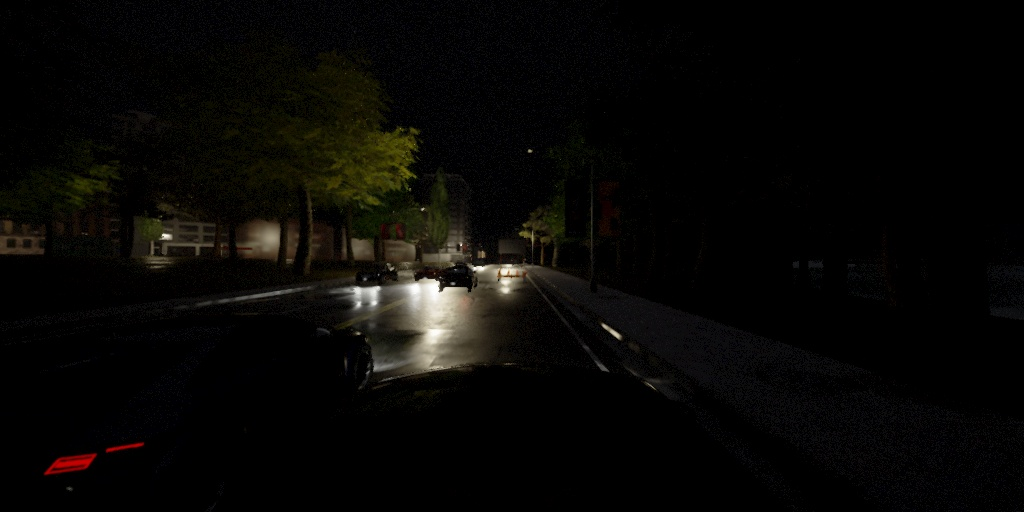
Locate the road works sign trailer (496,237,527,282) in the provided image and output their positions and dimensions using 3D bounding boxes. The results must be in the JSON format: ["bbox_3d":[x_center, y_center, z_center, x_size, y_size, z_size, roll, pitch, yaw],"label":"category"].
[{"bbox_3d":[-0.008,0.267,29.133,2.380,3.560,2.880,0,0,0],"label":"road works sign trailer"}]

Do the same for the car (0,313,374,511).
[{"bbox_3d":[-3.152,1.315,3.970,1.994,1.385,4.181,0,0,0],"label":"car"}]

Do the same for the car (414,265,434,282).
[{"bbox_3d":[-6.606,1.405,29.459,1.895,1.301,4.718,0,0,0],"label":"car"}]

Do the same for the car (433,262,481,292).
[{"bbox_3d":[-3.156,1.307,21.450,1.812,1.442,4.674,0,0,0],"label":"car"}]

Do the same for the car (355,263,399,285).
[{"bbox_3d":[-9.855,1.286,26.504,2.128,1.511,4.902,0,0,0],"label":"car"}]
